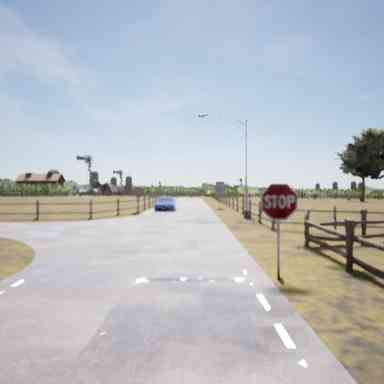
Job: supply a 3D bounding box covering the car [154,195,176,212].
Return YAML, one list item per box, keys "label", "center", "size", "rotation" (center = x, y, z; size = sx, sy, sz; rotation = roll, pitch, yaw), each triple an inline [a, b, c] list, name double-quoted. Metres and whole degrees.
- label: "car"
  center: [-2.568, 1.141, 32.675]
  size: [1.882, 1.535, 5.008]
  rotation: [0, 2, 0]
